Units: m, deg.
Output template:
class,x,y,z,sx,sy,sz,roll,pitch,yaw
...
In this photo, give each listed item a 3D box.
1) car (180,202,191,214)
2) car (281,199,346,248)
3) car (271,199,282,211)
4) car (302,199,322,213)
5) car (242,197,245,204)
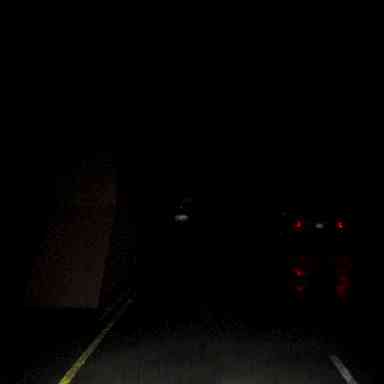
class,x,y,z,sx,sy,sz,roll,pitch,yaw
car,0.447,1.624,34.856,1.895,1.301,4.718,0,0,23
car,5.469,1.378,15.267,2.097,1.767,4.553,0,0,11
car,10.969,1.584,40.656,1.812,1.442,4.674,0,0,24
car,14.327,1.633,39.567,1.994,1.385,4.181,0,0,24
car,11.272,1.564,66.653,1.837,1.490,4.892,0,0,25
